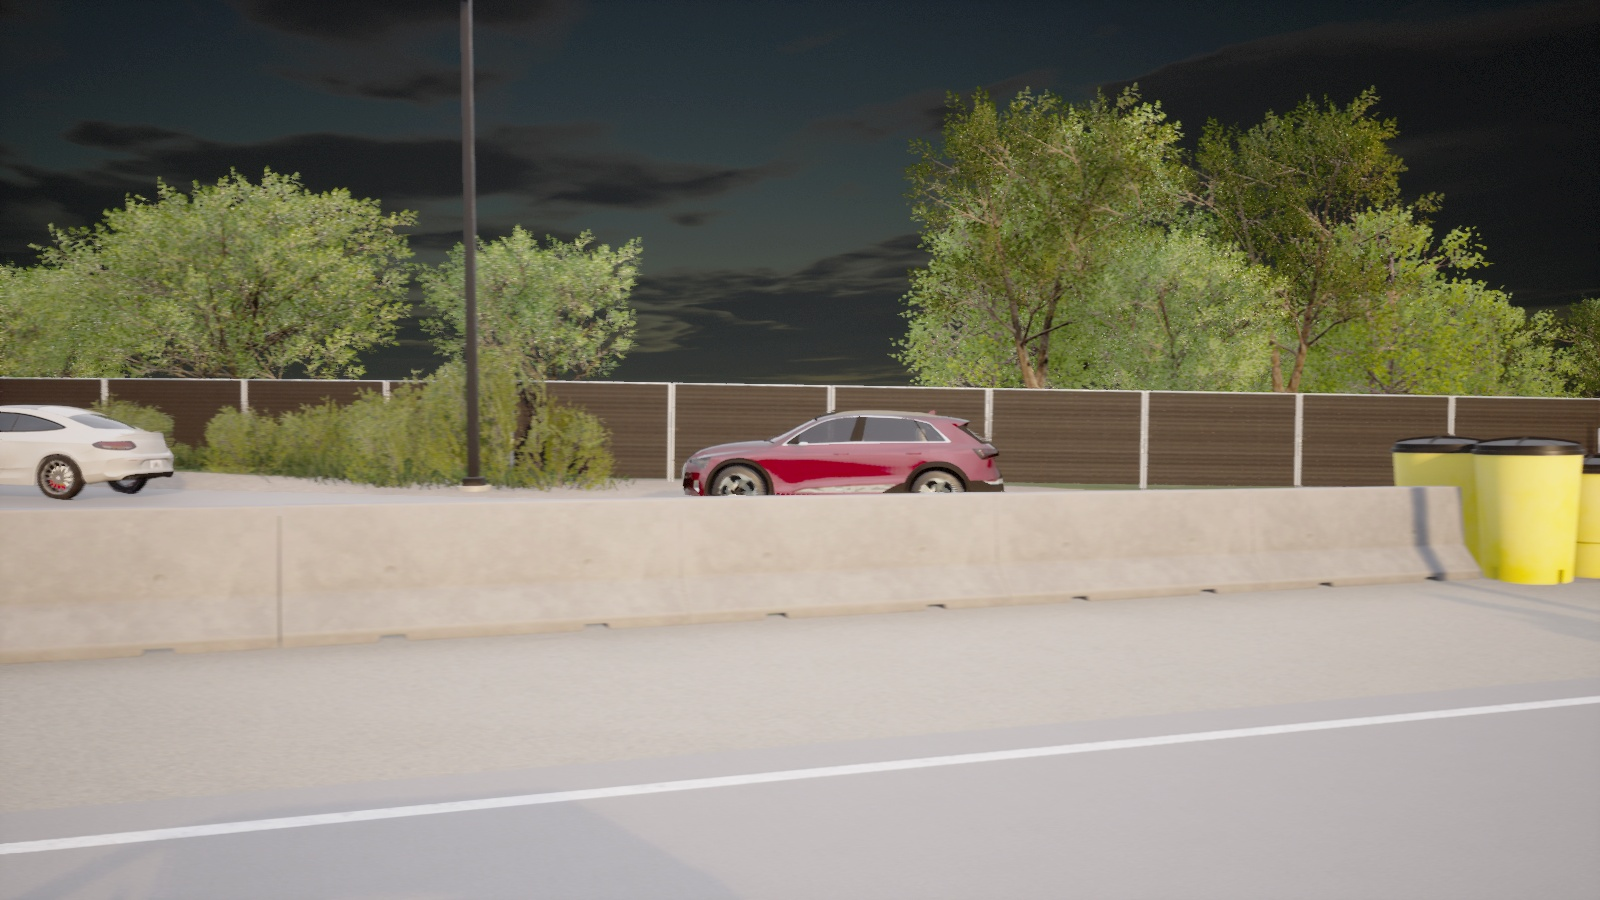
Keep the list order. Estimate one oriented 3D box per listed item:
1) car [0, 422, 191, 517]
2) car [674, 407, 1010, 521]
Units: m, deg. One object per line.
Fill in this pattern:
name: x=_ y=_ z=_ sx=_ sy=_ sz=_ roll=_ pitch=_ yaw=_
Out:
car: x=-12.519 y=0.274 z=20.155 sx=4.674 sy=1.442 sz=1.812 roll=0 pitch=2 yaw=6
car: x=0.632 y=0.176 z=19.191 sx=4.856 sy=1.649 sz=2.033 roll=0 pitch=2 yaw=2
